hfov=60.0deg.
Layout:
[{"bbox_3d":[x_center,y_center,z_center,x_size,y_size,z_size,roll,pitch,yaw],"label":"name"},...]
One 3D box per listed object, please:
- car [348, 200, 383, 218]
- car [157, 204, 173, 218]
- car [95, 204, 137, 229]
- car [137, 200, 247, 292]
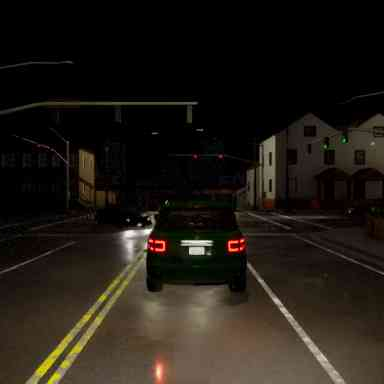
[{"bbox_3d":[16.563,1.488,29.786,4.902,1.511,2.128,0,0,-1],"label":"car"},{"bbox_3d":[-3.593,2.592,45.329,1.812,1.442,4.674,0,-9,0],"label":"car"},{"bbox_3d":[-4.613,1.525,21.650,2.033,1.411,5.357,0,0,-36],"label":"car"},{"bbox_3d":[0.090,1.220,9.059,2.150,2.045,5.566,0,0,0],"label":"car"}]
